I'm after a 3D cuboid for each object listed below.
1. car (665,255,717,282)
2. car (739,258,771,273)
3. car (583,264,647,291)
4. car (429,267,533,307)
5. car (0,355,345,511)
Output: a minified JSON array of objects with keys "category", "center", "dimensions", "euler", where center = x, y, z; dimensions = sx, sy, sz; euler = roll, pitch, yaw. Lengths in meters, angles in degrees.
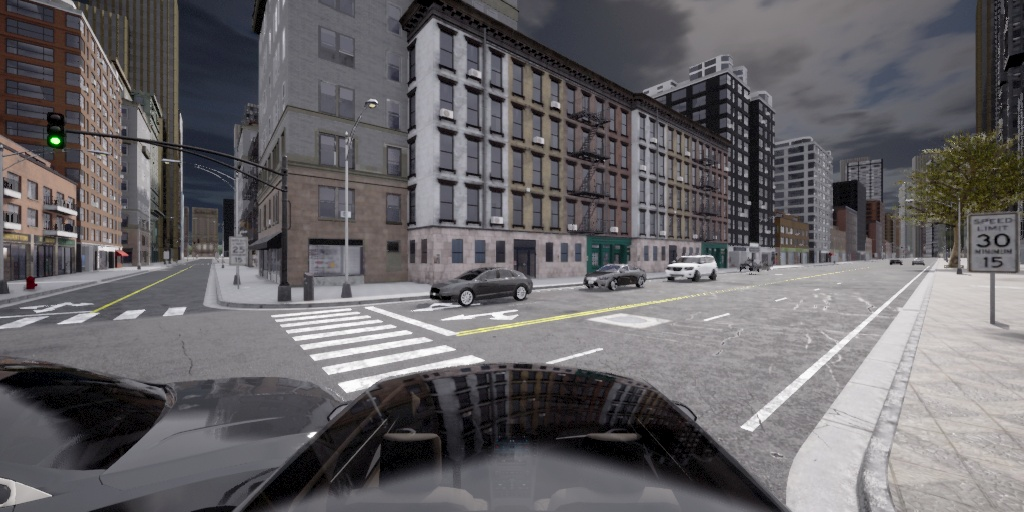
[{"category":"car","center":[14.623,0.961,29.056],"dimensions":[5.566,2.045,2.150],"euler":[0,0,-40]},{"category":"car","center":[26.232,0.927,38.638],"dimensions":[5.008,1.535,1.882],"euler":[0,0,-40]},{"category":"car","center":[6.434,1.243,22.206],"dimensions":[4.902,1.511,2.128],"euler":[0,0,-40]},{"category":"car","center":[-1.230,1.264,15.804],"dimensions":[4.892,1.490,1.837],"euler":[0,0,-40]},{"category":"car","center":[-3.249,1.257,1.556],"dimensions":[4.892,1.490,1.837],"euler":[0,0,-35]}]
